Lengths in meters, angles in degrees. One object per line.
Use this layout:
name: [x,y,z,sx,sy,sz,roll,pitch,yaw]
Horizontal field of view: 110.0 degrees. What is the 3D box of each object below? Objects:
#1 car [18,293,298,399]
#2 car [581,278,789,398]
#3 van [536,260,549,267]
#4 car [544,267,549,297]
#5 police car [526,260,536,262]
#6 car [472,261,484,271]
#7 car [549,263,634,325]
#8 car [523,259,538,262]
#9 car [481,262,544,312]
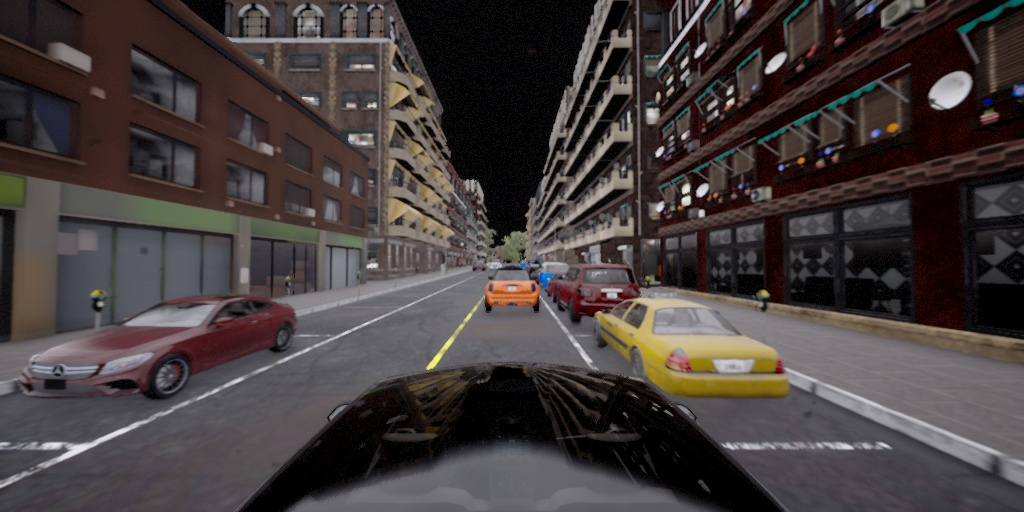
car: [-5.689,1.384,6.550,1.802,1.307,4.207,0,0,0]
car: [2.691,1.327,6.678,1.751,1.417,4.829,0,0,0]
van: [2.694,1.322,23.221,1.690,1.789,3.998,0,0,0]
car: [2.693,1.467,17.651,1.888,1.381,4.507,0,0,0]
police car: [3.139,1.667,47.365,1.930,1.638,5.238,0,-1,0]
car: [-5.683,1.718,62.258,2.192,1.841,5.009,0,0,0]
car: [2.692,1.176,12.080,2.192,1.841,5.009,0,0,0]
car: [3.112,1.545,54.288,2.150,2.045,5.566,0,-1,0]
car: [0.020,1.247,15.289,2.097,1.767,4.553,0,-1,0]
